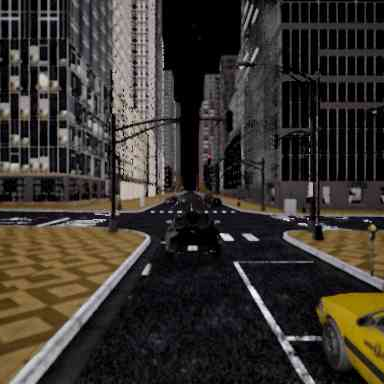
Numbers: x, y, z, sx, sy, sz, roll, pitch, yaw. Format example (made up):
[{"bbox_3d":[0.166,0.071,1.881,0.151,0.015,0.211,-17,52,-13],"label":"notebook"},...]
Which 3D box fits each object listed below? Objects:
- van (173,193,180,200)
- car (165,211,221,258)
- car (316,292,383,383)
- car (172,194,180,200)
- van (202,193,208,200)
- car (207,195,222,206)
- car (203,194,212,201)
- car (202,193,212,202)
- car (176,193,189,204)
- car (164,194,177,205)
[{"bbox_3d":[-4.282,1.235,92.403,1.690,1.788,3.998,0,0,0],"label":"van"},{"bbox_3d":[0.050,1.493,12.729,1.837,1.490,4.892,0,0,1],"label":"car"},{"bbox_3d":[2.565,1.523,2.823,1.752,1.417,4.829,0,0,0],"label":"car"},{"bbox_3d":[-4.251,1.345,86.876,1.967,1.590,4.097,0,0,0],"label":"car"},{"bbox_3d":[3.598,1.236,92.448,1.690,1.788,3.998,0,0,0],"label":"van"},{"bbox_3d":[3.866,1.529,53.756,1.947,1.339,4.313,0,0,0],"label":"car"},{"bbox_3d":[3.660,1.357,81.393,1.967,1.590,4.097,0,0,0],"label":"car"},{"bbox_3d":[3.692,1.243,75.864,2.192,1.841,5.009,0,0,0],"label":"car"},{"bbox_3d":[-1.581,1.443,64.198,2.128,1.511,4.902,0,0,0],"label":"car"},{"bbox_3d":[-4.095,1.538,59.238,1.802,1.307,4.206,0,0,0],"label":"car"}]
